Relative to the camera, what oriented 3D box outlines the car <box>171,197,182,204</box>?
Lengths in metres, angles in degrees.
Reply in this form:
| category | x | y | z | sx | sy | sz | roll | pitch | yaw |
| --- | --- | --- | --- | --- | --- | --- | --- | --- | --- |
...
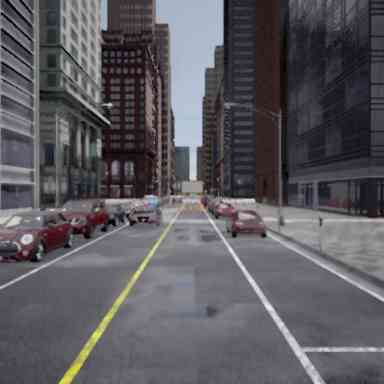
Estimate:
| category | x | y | z | sx | sy | sz | roll | pitch | yaw |
| --- | --- | --- | --- | --- | --- | --- | --- | --- | --- |
| car | -2.970 | 1.625 | 64.448 | 1.994 | 1.385 | 4.181 | 0 | 0 | 1 |

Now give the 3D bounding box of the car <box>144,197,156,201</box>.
| category | x | y | z | sx | sy | sz | roll | pitch | yaw |
| --- | --- | --- | --- | --- | --- | --- | --- | --- | --- |
| car | -5.734 | 1.612 | 40.029 | 1.802 | 1.307 | 4.206 | 0 | 0 | 0 |

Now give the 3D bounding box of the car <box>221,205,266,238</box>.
| category | x | y | z | sx | sy | sz | roll | pitch | yaw |
| --- | --- | --- | --- | --- | --- | --- | --- | --- | --- |
| car | 2.773 | 1.593 | 17.481 | 1.802 | 1.307 | 4.206 | 0 | 0 | 0 |

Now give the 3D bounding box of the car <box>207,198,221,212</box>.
| category | x | y | z | sx | sy | sz | roll | pitch | yaw |
| --- | --- | --- | --- | --- | --- | --- | --- | --- | --- |
| car | 2.786 | 1.606 | 34.391 | 1.802 | 1.307 | 4.206 | 0 | 0 | 0 |

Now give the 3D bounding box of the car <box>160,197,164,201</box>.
| category | x | y | z | sx | sy | sz | roll | pitch | yaw |
| --- | --- | --- | --- | --- | --- | --- | --- | --- | --- |
| car | -5.726 | 1.570 | 51.132 | 1.752 | 1.417 | 4.829 | 0 | 0 | 0 |

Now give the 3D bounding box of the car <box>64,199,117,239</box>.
| category | x | y | z | sx | sy | sz | roll | pitch | yaw |
| --- | --- | --- | --- | --- | --- | --- | --- | --- | --- |
| car | -5.753 | 1.327 | 17.482 | 2.192 | 1.841 | 5.009 | 0 | 0 | 0 |

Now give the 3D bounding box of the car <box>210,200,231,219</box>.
| category | x | y | z | sx | sy | sz | roll | pitch | yaw |
| --- | --- | --- | --- | --- | --- | --- | --- | --- | --- |
| car | 2.782 | 1.601 | 28.754 | 1.802 | 1.307 | 4.206 | 0 | 0 | 0 |

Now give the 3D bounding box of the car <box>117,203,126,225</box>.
| category | x | y | z | sx | sy | sz | roll | pitch | yaw |
| --- | --- | --- | --- | --- | --- | --- | --- | --- | --- |
| car | -5.747 | 1.582 | 23.119 | 1.947 | 1.339 | 4.313 | 0 | 0 | 0 |

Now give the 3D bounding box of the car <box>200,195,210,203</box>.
| category | x | y | z | sx | sy | sz | roll | pitch | yaw |
| --- | --- | --- | --- | --- | --- | --- | --- | --- | --- |
| car | 2.816 | 1.521 | 73.843 | 1.967 | 1.590 | 4.097 | 0 | 0 | 0 |

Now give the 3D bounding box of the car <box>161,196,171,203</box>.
| category | x | y | z | sx | sy | sz | roll | pitch | yaw |
| --- | --- | --- | --- | --- | --- | --- | --- | --- | --- |
| car | -5.708 | 1.632 | 73.848 | 2.008 | 1.369 | 4.403 | 0 | 0 | 0 |

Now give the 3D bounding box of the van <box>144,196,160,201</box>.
| category | x | y | z | sx | sy | sz | roll | pitch | yaw |
| --- | --- | --- | --- | --- | --- | --- | --- | --- | --- |
| van | -5.731 | 1.378 | 45.666 | 1.690 | 1.788 | 3.998 | 0 | 0 | 0 |

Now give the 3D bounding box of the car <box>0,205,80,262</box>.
| category | x | y | z | sx | sy | sz | roll | pitch | yaw |
| --- | --- | --- | --- | --- | --- | --- | --- | --- | --- |
| car | -5.757 | 1.448 | 11.845 | 1.967 | 1.590 | 4.097 | 0 | 0 | 0 |

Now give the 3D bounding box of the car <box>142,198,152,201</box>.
| category | x | y | z | sx | sy | sz | roll | pitch | yaw |
| --- | --- | --- | --- | --- | --- | --- | --- | --- | --- |
| car | -5.739 | 1.576 | 34.392 | 2.008 | 1.369 | 4.403 | 0 | 0 | 0 |

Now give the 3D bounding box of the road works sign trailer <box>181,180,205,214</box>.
| category | x | y | z | sx | sy | sz | roll | pitch | yaw |
| --- | --- | --- | --- | --- | --- | --- | --- | --- | --- |
| road works sign trailer | 0.028 | 0.491 | 36.283 | 2.380 | 3.560 | 2.880 | 0 | 0 | 0 |

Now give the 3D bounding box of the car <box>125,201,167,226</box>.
| category | x | y | z | sx | sy | sz | roll | pitch | yaw |
| --- | --- | --- | --- | --- | --- | --- | --- | --- | --- |
| car | -3.081 | 1.579 | 23.050 | 1.994 | 1.385 | 4.181 | 0 | 0 | 0 |

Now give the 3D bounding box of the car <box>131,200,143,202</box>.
| category | x | y | z | sx | sy | sz | roll | pitch | yaw |
| --- | --- | --- | --- | --- | --- | --- | --- | --- | --- |
| car | -5.743 | 1.586 | 28.755 | 1.947 | 1.339 | 4.313 | 0 | 0 | 0 |

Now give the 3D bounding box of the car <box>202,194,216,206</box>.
| category | x | y | z | sx | sy | sz | roll | pitch | yaw |
| --- | --- | --- | --- | --- | --- | --- | --- | --- | --- |
| car | 2.803 | 1.367 | 56.935 | 2.192 | 1.841 | 5.009 | 0 | 0 | 0 |

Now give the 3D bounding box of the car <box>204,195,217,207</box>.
| category | x | y | z | sx | sy | sz | roll | pitch | yaw |
| --- | --- | --- | --- | --- | --- | --- | --- | --- | --- |
| car | 2.790 | 1.470 | 40.027 | 1.967 | 1.590 | 4.097 | 0 | 0 | 0 |

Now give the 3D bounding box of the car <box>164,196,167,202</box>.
| category | x | y | z | sx | sy | sz | roll | pitch | yaw |
| --- | --- | --- | --- | --- | --- | --- | --- | --- | --- |
| car | -5.721 | 1.635 | 56.939 | 1.802 | 1.307 | 4.206 | 0 | 0 | 0 |

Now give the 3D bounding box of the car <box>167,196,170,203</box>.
| category | x | y | z | sx | sy | sz | roll | pitch | yaw |
| --- | --- | --- | --- | --- | --- | --- | --- | --- | --- |
| car | -5.717 | 1.627 | 62.575 | 1.947 | 1.339 | 4.313 | 0 | 0 | 0 |

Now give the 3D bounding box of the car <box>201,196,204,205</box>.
| category | x | y | z | sx | sy | sz | roll | pitch | yaw |
| --- | --- | --- | --- | --- | --- | --- | --- | --- | --- |
| car | 2.798 | 1.359 | 51.299 | 2.192 | 1.841 | 5.009 | 0 | 0 | 0 |

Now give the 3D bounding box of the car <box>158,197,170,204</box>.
| category | x | y | z | sx | sy | sz | roll | pitch | yaw |
| --- | --- | --- | --- | --- | --- | --- | --- | --- | --- |
| car | -5.712 | 1.637 | 68.211 | 1.947 | 1.339 | 4.313 | 0 | 0 | 0 |

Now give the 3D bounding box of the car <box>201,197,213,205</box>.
| category | x | y | z | sx | sy | sz | roll | pitch | yaw |
| --- | --- | --- | --- | --- | --- | --- | --- | --- | --- |
| car | 2.808 | 1.627 | 62.571 | 1.947 | 1.339 | 4.313 | 0 | 0 | 0 |
